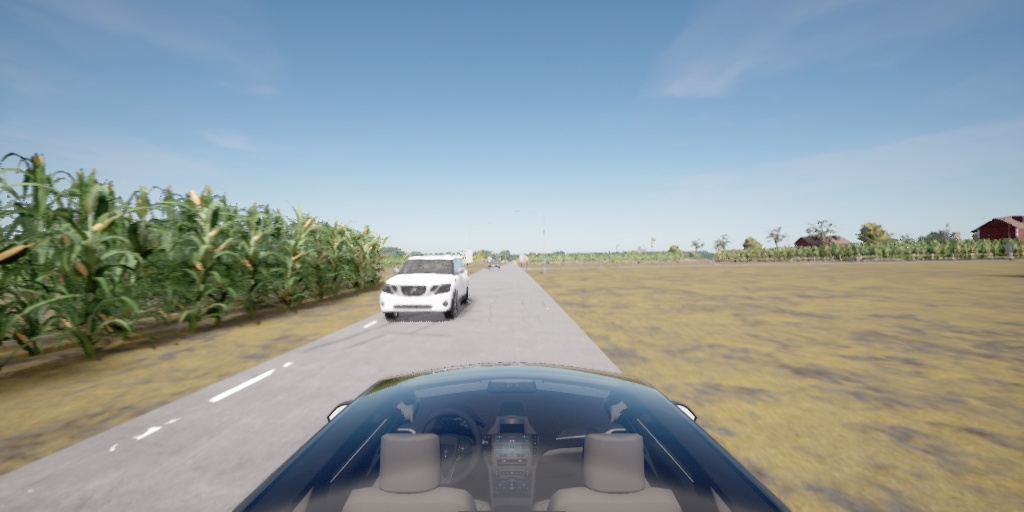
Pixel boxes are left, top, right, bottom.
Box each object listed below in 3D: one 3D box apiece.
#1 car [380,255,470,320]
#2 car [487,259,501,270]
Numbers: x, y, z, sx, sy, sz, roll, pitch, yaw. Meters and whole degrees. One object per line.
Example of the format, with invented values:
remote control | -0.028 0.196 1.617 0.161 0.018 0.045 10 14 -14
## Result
car | -2.847 0.963 13.013 2.150 2.045 5.566 0 0 0
car | -2.739 1.264 54.590 2.128 1.511 4.902 0 -1 0
